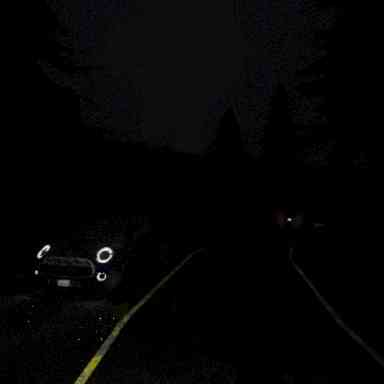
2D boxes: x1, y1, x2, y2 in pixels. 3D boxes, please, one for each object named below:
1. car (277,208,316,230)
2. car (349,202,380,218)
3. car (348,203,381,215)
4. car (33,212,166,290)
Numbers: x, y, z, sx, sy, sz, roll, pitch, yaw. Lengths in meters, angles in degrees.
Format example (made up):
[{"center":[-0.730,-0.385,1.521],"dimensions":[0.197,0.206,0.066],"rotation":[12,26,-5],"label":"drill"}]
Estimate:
[{"center":[7.666,1.868,24.187],"dimensions":[1.994,1.385,4.181],"rotation":[0,-1,32],"label":"car"},{"center":[19.245,1.876,36.575],"dimensions":[4.553,1.767,2.097],"rotation":[1,-1,-38],"label":"car"},{"center":[22.373,2.178,43.142],"dimensions":[4.181,1.385,1.994],"rotation":[1,-1,-31],"label":"car"},{"center":[-2.297,1.427,9.471],"dimensions":[2.097,1.767,4.553],"rotation":[0,-1,13],"label":"car"}]
